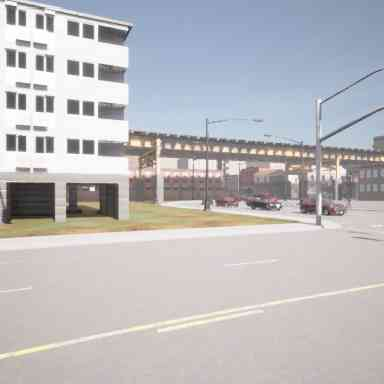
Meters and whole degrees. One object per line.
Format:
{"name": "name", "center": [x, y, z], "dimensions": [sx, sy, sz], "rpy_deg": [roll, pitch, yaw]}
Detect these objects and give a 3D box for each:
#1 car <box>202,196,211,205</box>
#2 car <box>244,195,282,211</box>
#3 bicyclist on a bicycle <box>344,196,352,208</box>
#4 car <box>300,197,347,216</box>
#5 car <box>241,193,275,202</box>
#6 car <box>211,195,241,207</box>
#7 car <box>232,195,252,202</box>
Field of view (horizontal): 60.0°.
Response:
{"name": "car", "center": [2.746, 1.505, 59.893], "dimensions": [1.837, 1.490, 4.892], "rpy_deg": [0, 0, -1]}
{"name": "car", "center": [9.116, 1.491, 41.354], "dimensions": [2.128, 1.511, 4.902], "rpy_deg": [0, 0, -25]}
{"name": "bicyclist on a bicycle", "center": [20.303, 1.303, 43.336], "dimensions": [1.656, 1.620, 0.582], "rpy_deg": [0, 0, -25]}
{"name": "car", "center": [13.001, 1.352, 33.090], "dimensions": [2.097, 1.767, 4.553], "rpy_deg": [0, 0, -25]}
{"name": "car", "center": [9.952, 1.221, 48.213], "dimensions": [2.150, 2.045, 5.566], "rpy_deg": [0, 0, -25]}
{"name": "car", "center": [5.219, 1.478, 50.086], "dimensions": [1.882, 1.535, 5.008], "rpy_deg": [0, 0, -22]}
{"name": "car", "center": [11.447, 1.525, 75.426], "dimensions": [2.128, 1.511, 4.902], "rpy_deg": [0, 0, 41]}
